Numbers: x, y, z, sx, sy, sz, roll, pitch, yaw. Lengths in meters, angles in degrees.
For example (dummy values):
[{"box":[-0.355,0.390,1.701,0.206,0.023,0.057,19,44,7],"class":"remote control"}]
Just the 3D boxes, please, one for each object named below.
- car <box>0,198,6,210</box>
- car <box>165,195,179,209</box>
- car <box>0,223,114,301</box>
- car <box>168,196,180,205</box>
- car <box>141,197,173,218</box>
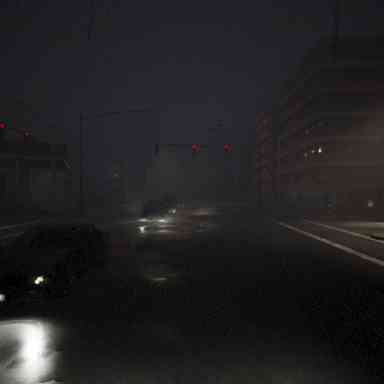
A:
[{"box":[-24.023,1.455,38.959,3.806,1.475,1.970,0,0,1],"class":"car"},{"box":[-3.208,1.351,46.009,2.097,1.767,4.553,0,0,0],"class":"car"},{"box":[-3.498,1.547,8.733,2.033,1.411,5.357,0,0,1],"class":"car"},{"box":[-3.297,1.547,62.190,2.033,1.411,5.357,0,0,0],"class":"car"},{"box":[-3.297,1.477,30.585,1.882,1.535,5.008,0,0,4],"class":"car"}]
